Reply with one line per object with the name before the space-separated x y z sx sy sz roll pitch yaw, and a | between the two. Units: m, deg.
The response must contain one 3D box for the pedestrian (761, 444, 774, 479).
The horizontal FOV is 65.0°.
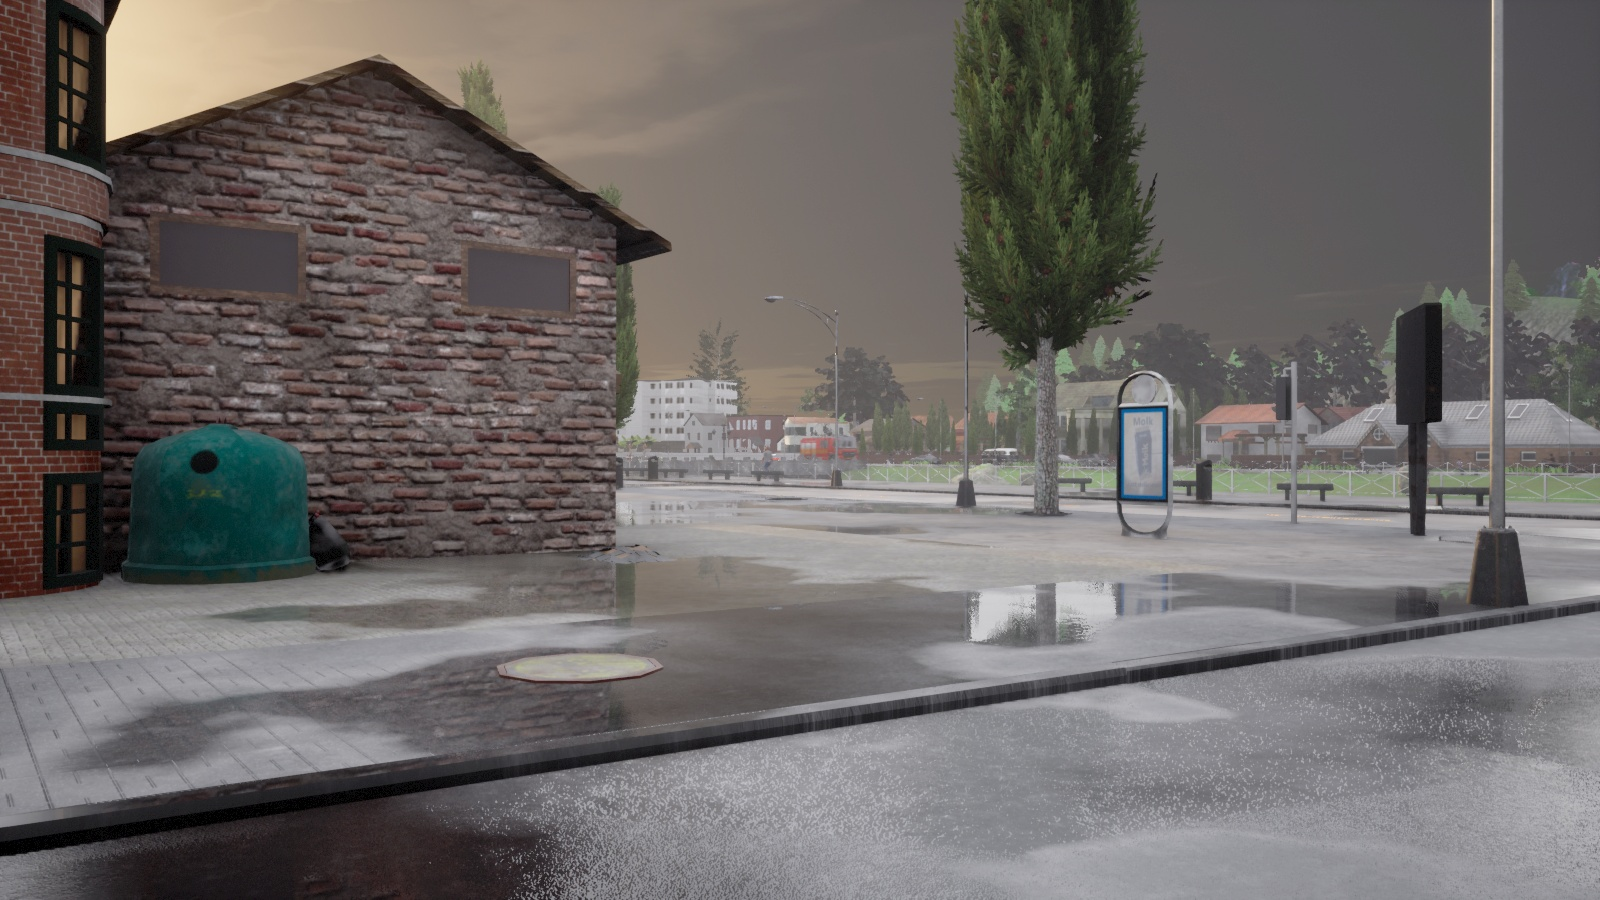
pedestrian | -1.747 0.624 67.572 0.354 1.836 0.706 0 0 -35
